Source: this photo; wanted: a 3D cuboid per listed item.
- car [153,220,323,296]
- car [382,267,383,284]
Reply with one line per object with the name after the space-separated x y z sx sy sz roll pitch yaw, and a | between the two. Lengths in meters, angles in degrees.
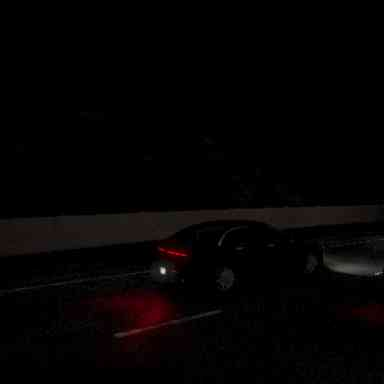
1.376 1.488 8.659 4.892 1.490 1.837 0 0 -33 | car
6.259 1.573 7.606 4.181 1.385 1.994 0 0 -33 | car
